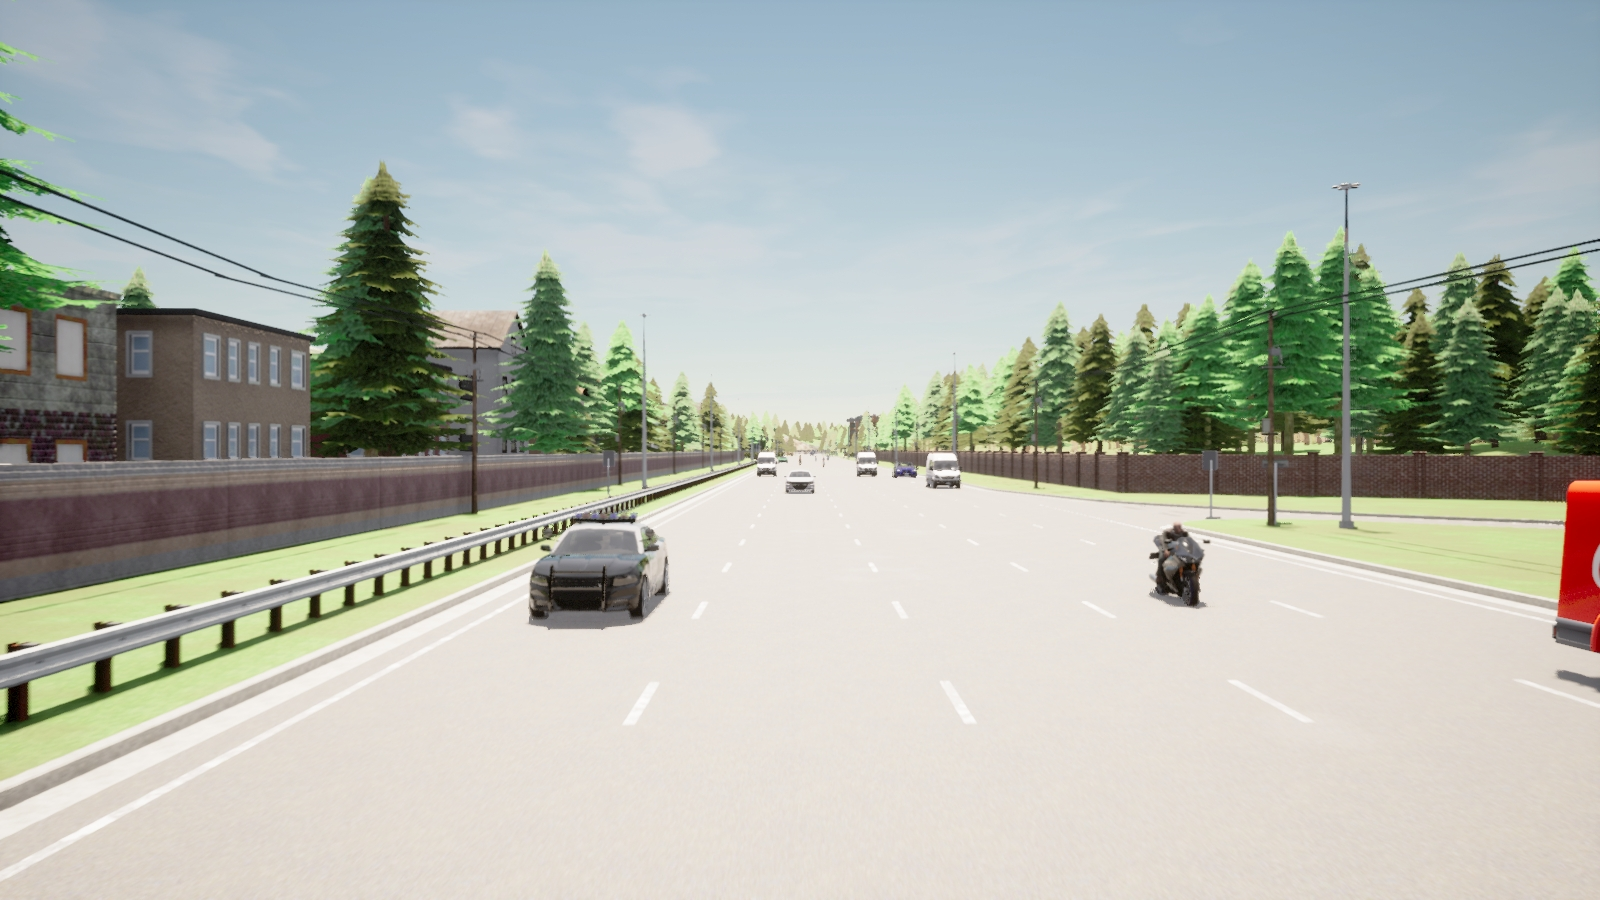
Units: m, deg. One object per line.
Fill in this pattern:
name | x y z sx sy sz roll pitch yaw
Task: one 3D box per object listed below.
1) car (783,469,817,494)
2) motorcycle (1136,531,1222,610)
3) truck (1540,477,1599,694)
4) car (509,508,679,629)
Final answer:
car | 0.004 2.034 74.829 2.097 1.535 5.006 0 0 0
motorcycle | 7.001 2.205 21.256 0.867 1.251 2.209 0 0 0
truck | 10.500 1.568 11.573 2.627 2.467 5.204 0 0 0
car | -3.499 1.982 20.461 2.097 1.638 5.238 0 0 0
